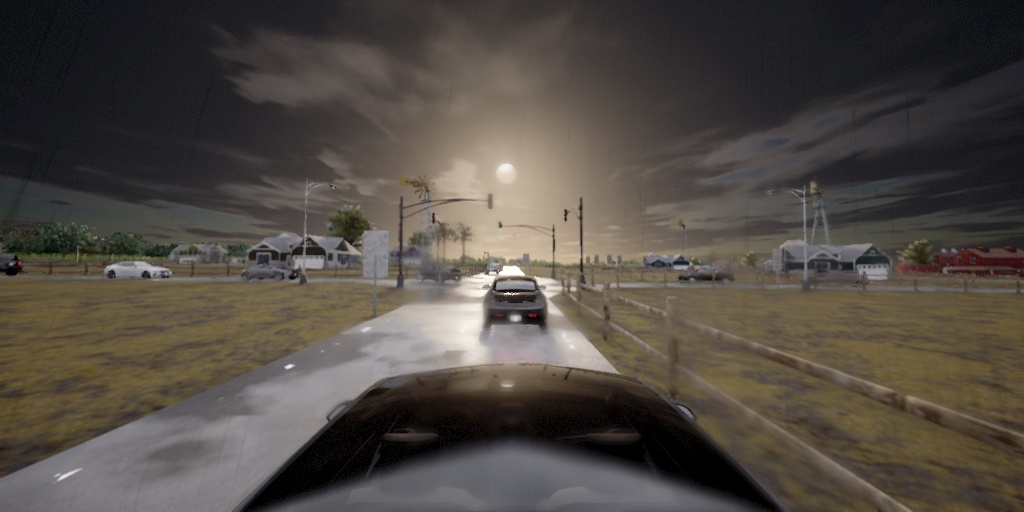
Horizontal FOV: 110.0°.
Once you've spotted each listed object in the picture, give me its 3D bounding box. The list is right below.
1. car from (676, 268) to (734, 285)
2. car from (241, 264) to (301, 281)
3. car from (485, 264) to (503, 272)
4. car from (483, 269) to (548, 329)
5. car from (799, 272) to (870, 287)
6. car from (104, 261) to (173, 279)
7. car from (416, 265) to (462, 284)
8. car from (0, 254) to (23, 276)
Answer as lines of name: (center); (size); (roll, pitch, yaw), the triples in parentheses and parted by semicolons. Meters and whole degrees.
car: (18.127, 1.925, 33.800); (5.008, 1.535, 1.882); (1, -2, 0)
car: (-20.213, 1.358, 30.163); (4.181, 1.385, 1.994); (1, -2, 0)
car: (-2.851, 1.908, 53.135); (2.128, 1.511, 4.902); (0, -1, 1)
car: (0.095, 1.370, 11.722); (1.837, 1.490, 4.892); (0, 0, 0)
car: (30.343, 2.198, 33.795); (5.357, 1.411, 2.033); (1, -2, 0)
car: (-31.417, 1.191, 30.180); (4.674, 1.442, 1.812); (1, -2, 0)
car: (-6.299, 1.527, 30.878); (4.892, 1.490, 1.837); (0, -3, 42)
car: (-49.894, 0.858, 33.809); (5.566, 2.045, 2.150); (0, -2, 0)
